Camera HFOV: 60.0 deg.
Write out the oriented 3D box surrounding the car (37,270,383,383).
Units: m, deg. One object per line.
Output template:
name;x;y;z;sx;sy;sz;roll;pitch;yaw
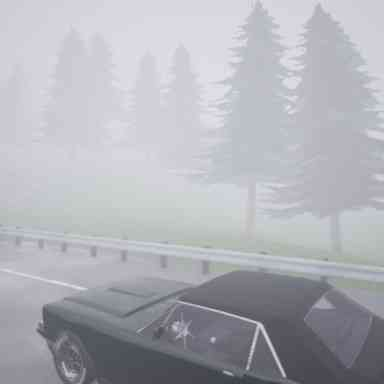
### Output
car;0.374;1.594;3.634;4.718;1.301;1.895;0;0;35
